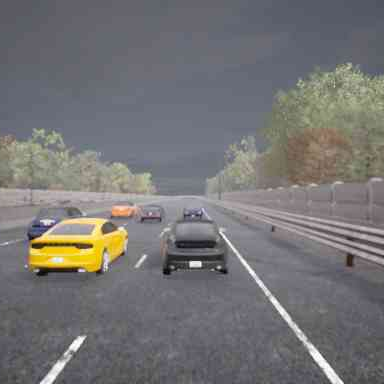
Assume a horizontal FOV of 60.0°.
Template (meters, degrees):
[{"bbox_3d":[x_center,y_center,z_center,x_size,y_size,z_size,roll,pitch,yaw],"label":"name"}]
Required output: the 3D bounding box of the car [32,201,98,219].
[{"bbox_3d":[-6.900,1.550,17.966,2.097,1.767,4.553,0,-1,0],"label":"car"}]

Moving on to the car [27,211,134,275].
[{"bbox_3d":[-3.403,1.597,10.911,1.882,1.535,5.008,0,-1,0],"label":"car"}]

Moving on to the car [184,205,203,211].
[{"bbox_3d":[0.102,1.971,33.206,1.895,1.301,4.718,0,-1,0],"label":"car"}]

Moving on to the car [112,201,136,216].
[{"bbox_3d":[-6.898,1.739,34.602,2.097,1.767,4.553,0,-1,0],"label":"car"}]

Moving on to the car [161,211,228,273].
[{"bbox_3d":[0.093,1.627,11.053,1.837,1.490,4.892,0,0,0],"label":"car"}]

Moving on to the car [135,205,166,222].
[{"bbox_3d":[-3.398,1.879,29.795,2.033,1.411,5.357,0,-1,0],"label":"car"}]
